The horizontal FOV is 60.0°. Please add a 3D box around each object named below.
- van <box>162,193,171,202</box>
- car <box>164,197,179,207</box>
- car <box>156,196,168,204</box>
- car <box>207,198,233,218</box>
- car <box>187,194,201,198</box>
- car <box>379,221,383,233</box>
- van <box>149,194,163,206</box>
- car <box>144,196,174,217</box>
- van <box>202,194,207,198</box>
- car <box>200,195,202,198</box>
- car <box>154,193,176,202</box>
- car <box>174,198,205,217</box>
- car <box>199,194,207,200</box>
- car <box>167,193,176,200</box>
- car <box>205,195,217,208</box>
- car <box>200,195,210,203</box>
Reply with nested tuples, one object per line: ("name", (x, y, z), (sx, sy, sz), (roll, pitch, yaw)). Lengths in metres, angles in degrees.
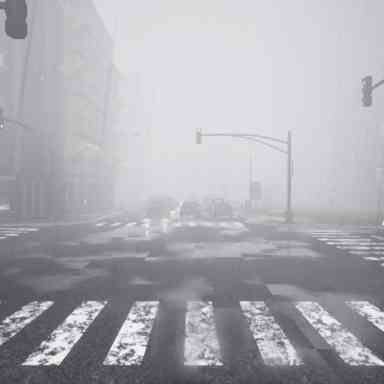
("van", (-5.666, 1.242, 75.126), (1.690, 1.788, 3.998), (-1, 0, 0))
("car", (-3.053, 1.513, 50.497), (1.994, 1.385, 4.181), (0, 0, 0))
("car", (-5.669, 1.470, 63.833), (1.887, 1.381, 4.507), (-1, 0, 0))
("car", (2.662, 1.522, 29.987), (1.887, 1.381, 4.507), (-1, 0, 0))
("car", (0.135, 1.280, 61.710), (2.097, 1.767, 4.553), (0, 0, 0))
("car", (11.485, 1.630, 15.544), (4.718, 1.301, 1.895), (0, 1, -2))
("van", (-5.678, 1.287, 52.541), (1.690, 1.788, 3.998), (-1, 0, 0))
("car", (-3.080, 1.453, 31.217), (1.882, 1.535, 5.008), (0, 0, 0))
("van", (2.667, 1.295, 46.924), (1.690, 1.788, 3.998), (-1, 0, 0))
("car", (2.673, 1.490, 52.570), (1.887, 1.381, 4.507), (-1, 0, 0))
("car", (-3.070, 1.315, 40.532), (2.097, 1.767, 4.553), (0, 0, 0))
("car", (-0.092, 1.524, 30.649), (2.033, 1.411, 5.357), (0, 0, 4))
("car", (2.725, 1.313, 86.445), (1.967, 1.590, 4.097), (-1, 0, 0))
("car", (-5.658, 1.173, 92.065), (2.192, 1.841, 5.009), (-1, 0, 0))
("car", (2.663, 1.410, 35.632), (1.967, 1.590, 4.097), (-1, 0, 0))
("car", (2.686, 1.353, 69.507), (1.967, 1.590, 4.097), (-1, 0, 0))
